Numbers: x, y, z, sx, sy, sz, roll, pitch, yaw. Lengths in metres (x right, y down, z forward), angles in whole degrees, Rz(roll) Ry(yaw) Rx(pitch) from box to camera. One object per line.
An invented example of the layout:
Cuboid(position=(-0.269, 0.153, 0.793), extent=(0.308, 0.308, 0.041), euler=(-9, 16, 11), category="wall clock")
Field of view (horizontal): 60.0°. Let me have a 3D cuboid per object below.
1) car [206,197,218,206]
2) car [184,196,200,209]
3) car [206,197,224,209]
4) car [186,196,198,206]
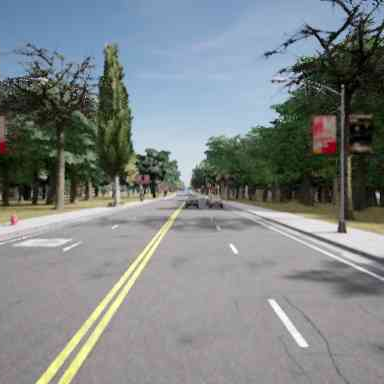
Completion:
Cuboid(position=(3.253, 1.499, 55.378), extent=(1.812, 1.442, 4.674), euler=(0, 0, 0), category="car")
Cuboid(position=(0.003, 1.456, 44.953), extent=(1.837, 1.490, 4.892), euler=(0, 0, 0), category="car")
Cuboid(position=(3.253, 1.477, 45.364), extent=(1.812, 1.442, 4.674), euler=(0, 0, 0), category="car")
Cuboid(position=(0.003, 1.478, 55.378), extent=(1.837, 1.490, 4.892), euler=(0, 0, 0), category="car")
